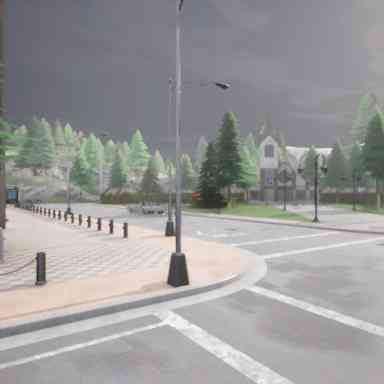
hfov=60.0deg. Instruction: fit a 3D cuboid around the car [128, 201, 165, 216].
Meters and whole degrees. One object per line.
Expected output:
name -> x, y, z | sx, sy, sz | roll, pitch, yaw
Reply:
car -> -4.567, 1.577, 32.515 | 1.895, 1.301, 4.718 | 0, 0, -35
